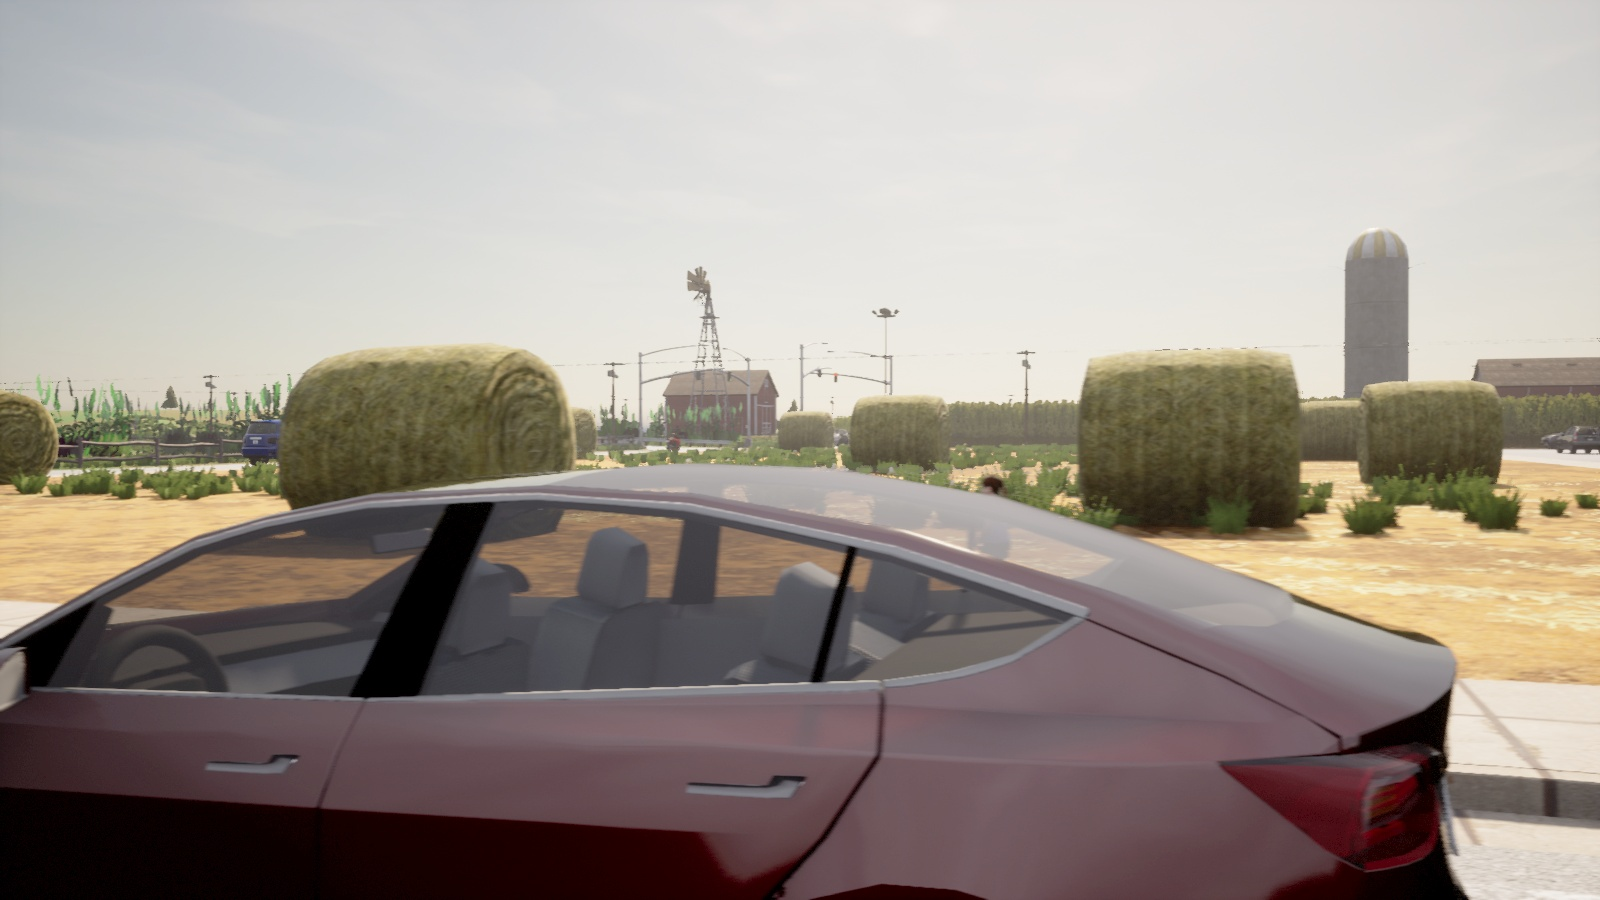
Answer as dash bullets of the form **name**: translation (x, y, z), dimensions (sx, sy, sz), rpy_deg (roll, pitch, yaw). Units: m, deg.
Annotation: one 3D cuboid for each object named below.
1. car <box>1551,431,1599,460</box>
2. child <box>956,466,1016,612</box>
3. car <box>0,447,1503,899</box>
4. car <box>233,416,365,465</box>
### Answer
- **car**: translation (45.195, -0.299, 72.856), dimensions (1.851, 1.617, 3.988), rpy_deg (1, 1, 18)
- **child**: translation (1.461, 0.685, 9.869), dimensions (0.255, 1.110, 0.394), rpy_deg (-1, 1, -41)
- **car**: translation (-0.967, 0.766, 3.516), dimensions (4.792, 1.488, 2.163), rpy_deg (1, 1, 19)
- **car**: translation (-22.014, -0.461, 55.465), dimensions (2.150, 2.045, 5.566), rpy_deg (1, 1, 21)
